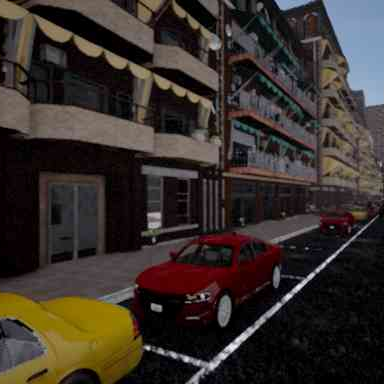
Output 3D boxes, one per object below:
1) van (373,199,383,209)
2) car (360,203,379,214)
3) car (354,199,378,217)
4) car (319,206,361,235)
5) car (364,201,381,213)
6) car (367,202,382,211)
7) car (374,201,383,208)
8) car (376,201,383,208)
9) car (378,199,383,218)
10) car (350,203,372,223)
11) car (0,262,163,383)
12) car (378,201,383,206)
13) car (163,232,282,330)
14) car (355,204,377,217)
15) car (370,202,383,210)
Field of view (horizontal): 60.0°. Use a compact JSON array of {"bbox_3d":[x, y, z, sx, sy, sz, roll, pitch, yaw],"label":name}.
[{"bbox_3d":[35.621,2.307,63.589,1.690,1.788,3.998,-1,-1,32],"label":"van"},{"bbox_3d":[23.952,2.216,44.812,2.008,1.369,4.403,-1,-1,32],"label":"car"},{"bbox_3d":[18.116,1.836,35.429,2.192,1.841,5.009,-1,-1,32],"label":"car"},{"bbox_3d":[9.365,1.852,21.345,1.887,1.381,4.507,-1,-1,32],"label":"car"},{"bbox_3d":[26.869,2.180,49.506,1.967,1.590,4.097,-1,-1,32],"label":"car"},{"bbox_3d":[29.787,2.380,54.197,1.947,1.339,4.313,-1,-1,32],"label":"car"},{"bbox_3d":[38.539,2.625,68.277,1.802,1.307,4.206,-1,-1,32],"label":"car"},{"bbox_3d":[41.456,2.702,72.970,1.802,1.307,4.206,-1,-1,32],"label":"car"},{"bbox_3d":[21.926,1.768,36.549,2.150,2.045,5.566,0,-1,32],"label":"car"},{"bbox_3d":[15.110,1.972,30.588,1.752,1.417,4.829,-1,-1,32],"label":"car"},{"bbox_3d":[-2.395,1.555,2.428,1.752,1.417,4.829,-1,-1,32],"label":"car"},{"bbox_3d":[47.291,2.841,82.356,1.947,1.339,4.313,-1,-1,32],"label":"car"},{"bbox_3d":[0.612,1.644,7.264,1.887,1.381,4.507,-1,-1,32],"label":"car"},{"bbox_3d":[21.035,2.143,40.118,2.008,1.369,4.403,-1,-1,32],"label":"car"},{"bbox_3d":[32.704,2.434,58.891,1.887,1.381,4.507,-1,-1,32],"label":"car"}]
